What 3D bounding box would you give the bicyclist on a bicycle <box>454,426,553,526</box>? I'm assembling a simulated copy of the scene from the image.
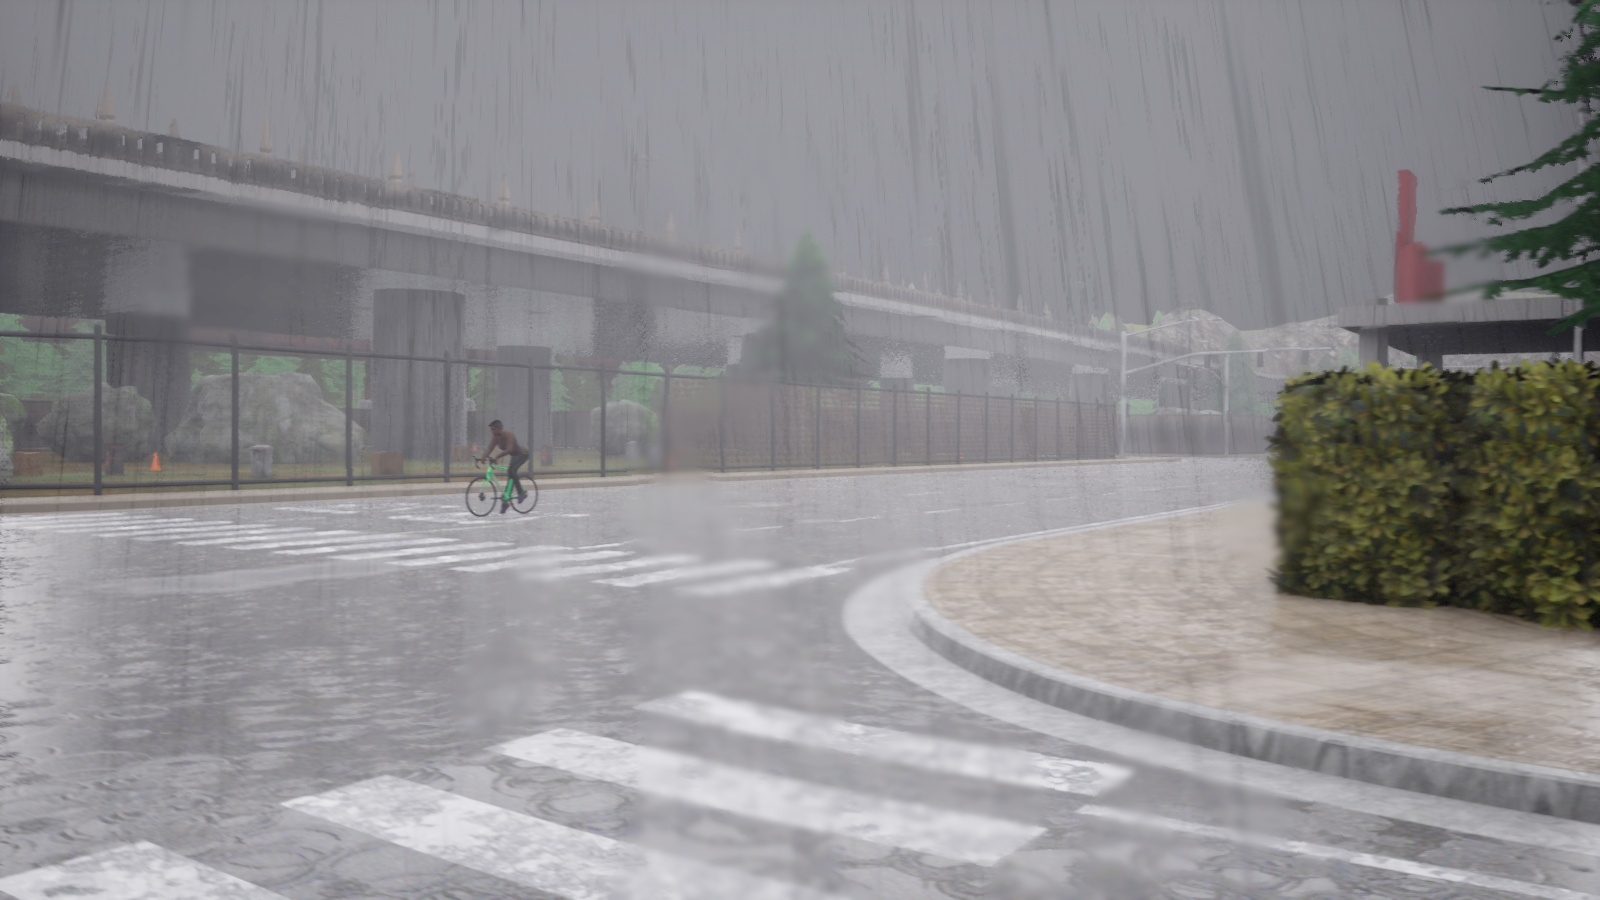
[{"bbox_3d":[-5.004,0.409,21.308,0.582,1.620,1.656,0,1,33],"label":"bicyclist on a bicycle"}]
